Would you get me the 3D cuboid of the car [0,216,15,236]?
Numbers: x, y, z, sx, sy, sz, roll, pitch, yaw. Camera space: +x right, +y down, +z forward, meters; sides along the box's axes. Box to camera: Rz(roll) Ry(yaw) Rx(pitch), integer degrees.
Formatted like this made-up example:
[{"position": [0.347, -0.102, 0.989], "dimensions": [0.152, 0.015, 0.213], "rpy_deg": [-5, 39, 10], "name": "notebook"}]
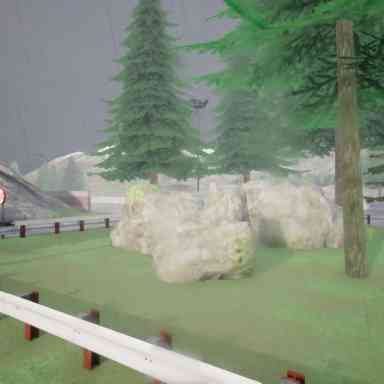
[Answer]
[{"position": [-10.845, 1.358, 15.564], "dimensions": [5.357, 1.411, 2.033], "rpy_deg": [0, 0, 21], "name": "car"}]
